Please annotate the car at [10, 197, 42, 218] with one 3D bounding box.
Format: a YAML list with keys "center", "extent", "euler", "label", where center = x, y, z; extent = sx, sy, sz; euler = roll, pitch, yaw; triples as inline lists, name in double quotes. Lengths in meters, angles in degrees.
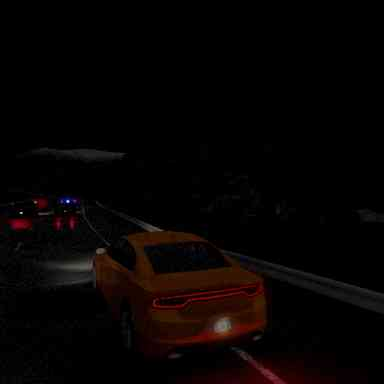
- center: [-15.108, 1.505, 30.147]
  extent: [1.837, 1.490, 4.892]
  euler: [0, 0, -19]
  label: "car"

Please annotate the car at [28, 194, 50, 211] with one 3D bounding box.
- center: [-18.519, 1.221, 40.041]
  extent: [2.150, 2.045, 5.566]
  euler: [0, 0, -19]
  label: "car"

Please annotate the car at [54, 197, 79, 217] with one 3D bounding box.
- center: [-11.933, 1.491, 31.535]
  extent: [2.128, 1.511, 4.902]
  euler: [0, 0, -19]
  label: "car"

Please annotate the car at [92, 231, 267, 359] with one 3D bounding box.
- center: [-0.658, 1.478, 6.299]
  extent: [1.882, 1.535, 5.008]
  euler: [0, 0, -25]
  label: "car"

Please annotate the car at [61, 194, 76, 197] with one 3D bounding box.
- center: [-15.353, 1.221, 41.433]
  extent: [2.150, 2.045, 5.566]
  euler: [0, 0, -18]
  label: "car"
